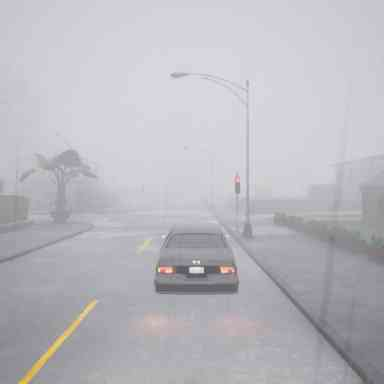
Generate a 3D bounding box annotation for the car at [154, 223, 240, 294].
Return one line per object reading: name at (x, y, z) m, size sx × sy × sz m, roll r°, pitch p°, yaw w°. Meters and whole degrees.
car at (0.100, 1.547, 8.900) m, size 2.033 × 1.411 × 5.357 m, roll 0°, pitch 0°, yaw 0°

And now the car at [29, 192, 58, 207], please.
car at (-19.743, 0.985, 43.945) m, size 1.905 × 1.878 × 3.866 m, roll 0°, pitch 0°, yaw 35°
